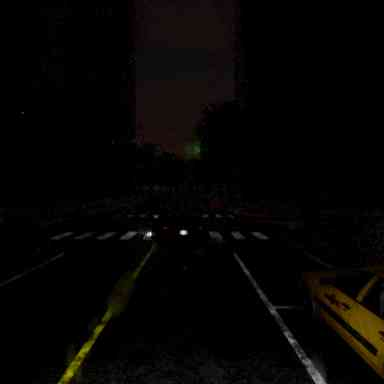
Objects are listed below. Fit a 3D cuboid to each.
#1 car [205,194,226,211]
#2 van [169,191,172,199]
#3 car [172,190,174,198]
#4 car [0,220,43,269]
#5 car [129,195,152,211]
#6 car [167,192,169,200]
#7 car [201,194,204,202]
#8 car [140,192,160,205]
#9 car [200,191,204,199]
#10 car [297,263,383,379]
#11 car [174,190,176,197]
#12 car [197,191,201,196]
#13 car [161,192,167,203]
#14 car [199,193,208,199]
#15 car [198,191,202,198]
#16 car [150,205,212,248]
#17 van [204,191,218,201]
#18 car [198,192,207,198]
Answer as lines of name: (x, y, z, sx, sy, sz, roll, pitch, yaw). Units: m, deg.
car: (2.743, 1.271, 36.477, 1.752, 1.417, 4.829, -1, 0, 0)
van: (-5.793, 0.795, 70.372, 1.690, 1.788, 3.998, -1, 1, 0)
car: (-5.794, 0.841, 76.052, 1.967, 1.590, 4.097, 0, 1, 0)
car: (-5.774, 1.506, 9.326, 1.947, 1.339, 4.313, -1, 0, 0)
car: (-5.781, 1.329, 36.296, 1.802, 1.307, 4.206, -1, 0, 0)
car: (-5.788, 1.108, 59.015, 2.008, 1.369, 4.403, -1, 0, 0)
car: (2.740, 1.221, 47.666, 1.947, 1.339, 4.313, -1, 0, 0)
car: (-5.786, 1.017, 41.974, 2.192, 1.841, 5.009, -1, 0, 0)
car: (2.737, 1.080, 59.194, 1.752, 1.417, 4.829, -1, 1, 0)
car: (2.752, 1.498, 4.294, 1.752, 1.417, 4.829, -1, 0, 0)
car: (-5.796, 0.878, 87.412, 1.802, 1.307, 4.206, 0, 1, 0)
car: (2.734, 1.004, 70.382, 2.008, 1.369, 4.403, -1, 1, 0)
car: (-5.789, 0.922, 53.333, 2.192, 1.841, 5.009, -1, 0, 0)
car: (2.730, 0.899, 81.740, 2.008, 1.369, 4.403, -1, 1, 0)
car: (2.735, 1.050, 64.703, 1.887, 1.381, 4.507, -1, 1, 0)
car: (-0.657, 1.470, 14.338, 1.994, 1.385, 4.181, 0, 0, -10)
van: (2.740, 1.043, 41.985, 1.690, 1.788, 3.998, -1, 0, 0)
car: (2.729, 0.846, 87.418, 2.008, 1.369, 4.403, -1, 1, 0)
